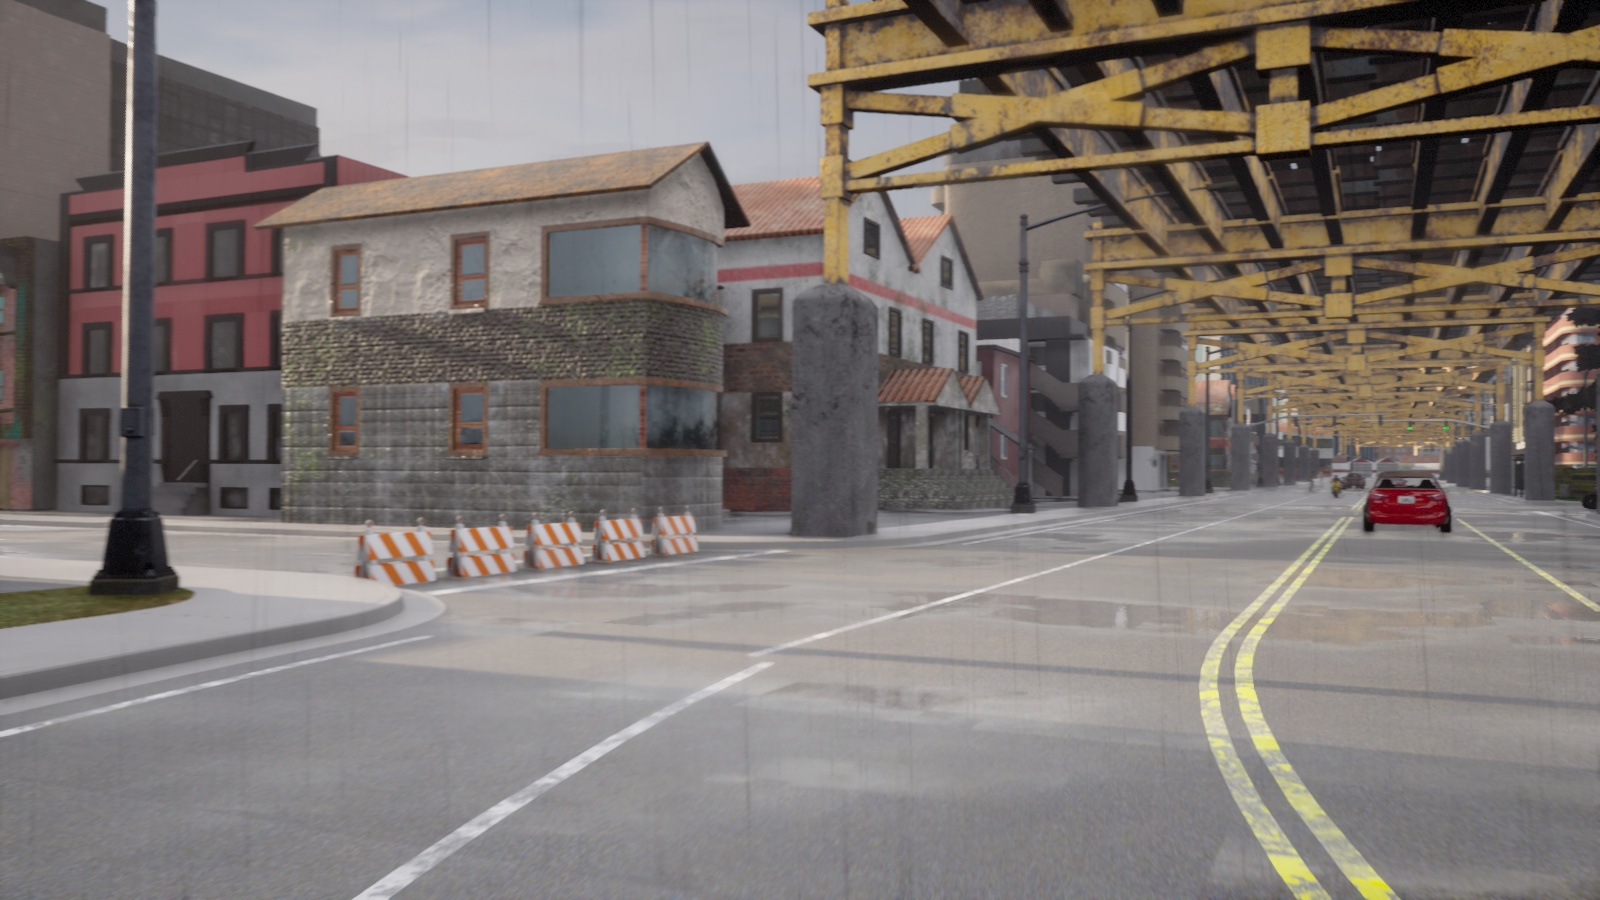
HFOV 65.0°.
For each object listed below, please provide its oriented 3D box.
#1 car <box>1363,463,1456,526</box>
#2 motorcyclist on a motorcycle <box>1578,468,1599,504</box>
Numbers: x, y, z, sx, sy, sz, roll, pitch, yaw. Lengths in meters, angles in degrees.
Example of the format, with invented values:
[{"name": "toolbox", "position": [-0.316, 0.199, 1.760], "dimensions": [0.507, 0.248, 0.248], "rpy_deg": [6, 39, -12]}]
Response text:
[{"name": "car", "position": [17.316, 1.217, 35.784], "dimensions": [2.242, 1.667, 4.611], "rpy_deg": [-1, -1, 25]}, {"name": "motorcyclist on a motorcycle", "position": [36.943, 1.637, 57.493], "dimensions": [2.350, 1.649, 0.766], "rpy_deg": [0, -2, -14]}]
